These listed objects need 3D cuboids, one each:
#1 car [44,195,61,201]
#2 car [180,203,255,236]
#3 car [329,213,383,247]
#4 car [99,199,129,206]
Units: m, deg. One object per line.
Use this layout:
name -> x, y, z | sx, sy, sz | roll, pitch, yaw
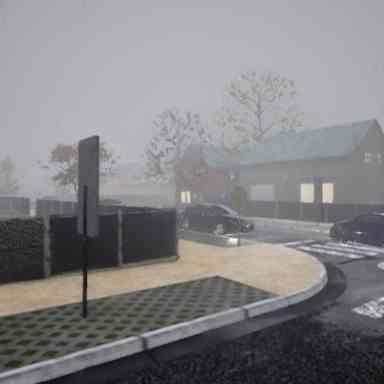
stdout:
car -> -18.758, 1.230, 44.581 | 1.882, 1.535, 5.008 | 1, -1, -37
car -> 1.246, 1.408, 18.057 | 1.837, 1.490, 4.892 | 1, 0, -37
car -> 7.573, 1.526, 13.418 | 1.994, 1.385, 4.181 | 1, 0, -17
car -> -6.993, 1.317, 28.929 | 1.882, 1.535, 5.008 | 1, 0, -37
